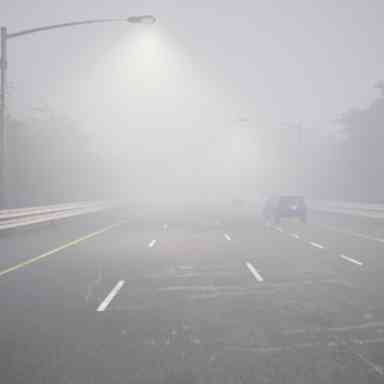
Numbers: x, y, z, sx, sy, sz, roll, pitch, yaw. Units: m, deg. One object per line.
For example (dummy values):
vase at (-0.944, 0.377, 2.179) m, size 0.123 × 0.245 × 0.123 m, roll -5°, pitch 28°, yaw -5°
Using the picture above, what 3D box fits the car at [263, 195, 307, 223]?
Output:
car at (7.033, 1.216, 25.523) m, size 2.150 × 2.045 × 5.566 m, roll 0°, pitch 0°, yaw 0°

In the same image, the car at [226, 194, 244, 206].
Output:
car at (7.124, 1.480, 53.620) m, size 1.882 × 1.535 × 5.008 m, roll 0°, pitch 0°, yaw 0°
